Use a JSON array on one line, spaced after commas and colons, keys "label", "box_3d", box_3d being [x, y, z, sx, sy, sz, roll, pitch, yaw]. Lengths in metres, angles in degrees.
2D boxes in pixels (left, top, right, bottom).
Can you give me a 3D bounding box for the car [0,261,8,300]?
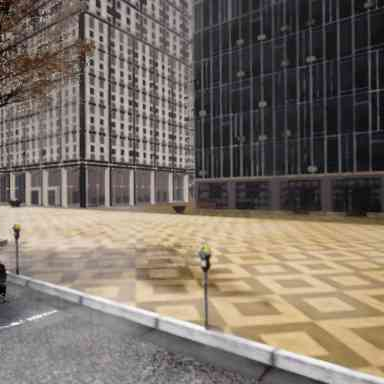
[{"label": "car", "box_3d": [-5.420, 1.523, 6.749, 4.403, 1.369, 2.008, 0, -1, 35]}]
